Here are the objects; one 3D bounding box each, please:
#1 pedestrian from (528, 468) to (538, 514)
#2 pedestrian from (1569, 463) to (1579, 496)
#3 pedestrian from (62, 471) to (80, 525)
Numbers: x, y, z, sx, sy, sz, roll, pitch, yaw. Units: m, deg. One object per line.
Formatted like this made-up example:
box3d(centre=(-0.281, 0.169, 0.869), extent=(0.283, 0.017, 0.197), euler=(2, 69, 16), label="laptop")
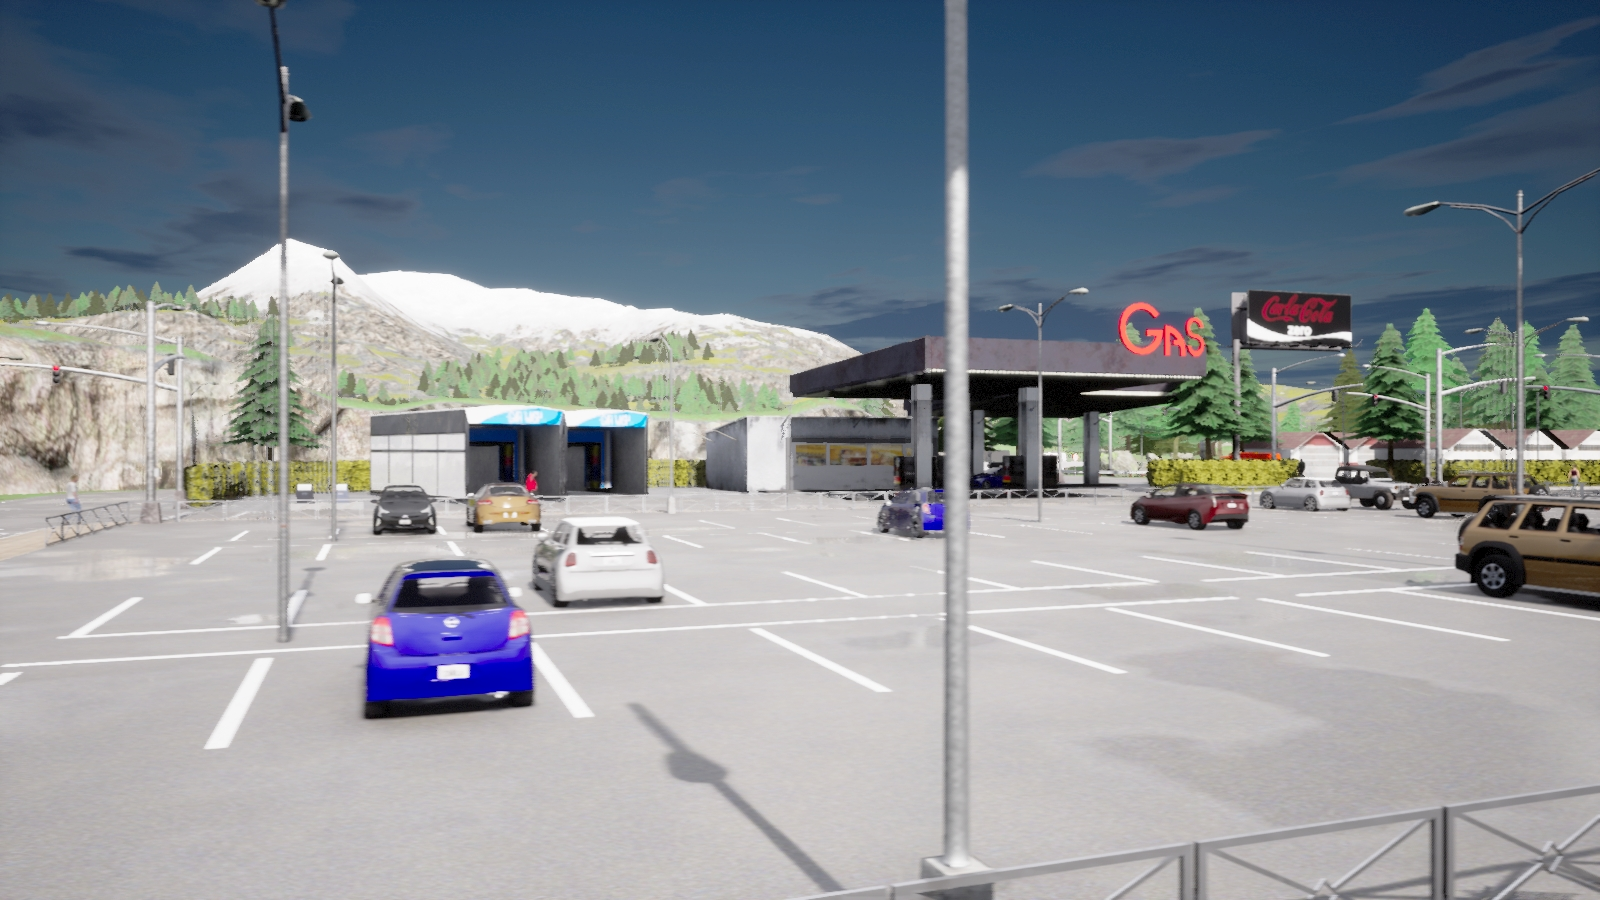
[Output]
box3d(centre=(-11.075, 1.693, 47.390), extent=(0.375, 1.860, 0.375), euler=(0, 0, -20), label="pedestrian")
box3d(centre=(44.027, 1.662, 64.978), extent=(0.375, 1.860, 0.375), euler=(0, 0, -36), label="pedestrian")
box3d(centre=(-25.726, 1.691, 40.317), extent=(0.375, 1.860, 0.375), euler=(0, 0, 30), label="pedestrian")
